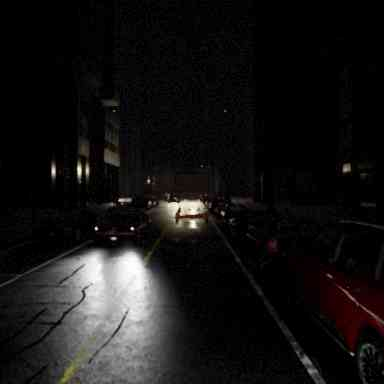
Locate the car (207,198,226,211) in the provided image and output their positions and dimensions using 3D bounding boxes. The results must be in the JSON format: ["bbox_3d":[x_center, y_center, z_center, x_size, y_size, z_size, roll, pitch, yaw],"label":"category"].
[{"bbox_3d":[2.757,1.415,38.300,1.802,1.307,4.206,0,0,0],"label":"car"}]

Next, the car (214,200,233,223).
[{"bbox_3d":[2.758,1.457,21.495,2.008,1.369,4.403,0,0,0],"label":"car"}]

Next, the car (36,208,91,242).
[{"bbox_3d":[-5.767,1.475,15.887,1.887,1.381,4.507,0,0,0],"label":"car"}]

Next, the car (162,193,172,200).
[{"bbox_3d":[-5.771,1.107,77.510,1.967,1.590,4.097,0,0,0],"label":"car"}]

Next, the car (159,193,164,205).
[{"bbox_3d":[-5.770,1.225,49.499,1.967,1.590,4.097,0,0,0],"label":"car"}]

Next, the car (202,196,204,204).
[{"bbox_3d":[2.757,1.375,43.901,1.947,1.339,4.313,0,0,0],"label":"car"}]

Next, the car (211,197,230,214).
[{"bbox_3d":[2.758,1.406,27.266,1.752,1.417,4.829,0,0,0],"label":"car"}]

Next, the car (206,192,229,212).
[{"bbox_3d":[2.756,1.172,32.697,2.192,1.841,5.009,0,0,0],"label":"car"}]

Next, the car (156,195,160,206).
[{"bbox_3d":[-5.769,1.375,43.897,1.947,1.339,4.313,0,0,0],"label":"car"}]

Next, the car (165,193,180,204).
[{"bbox_3d":[-3.065,1.260,56.188,1.837,1.490,4.892,0,0,0],"label":"car"}]

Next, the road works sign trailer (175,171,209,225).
[{"bbox_3d":[-0.002,0.362,23.290,2.380,3.560,2.880,0,0,0],"label":"road works sign trailer"}]

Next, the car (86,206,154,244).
[{"bbox_3d":[-3.103,1.533,15.433,1.895,1.301,4.718,0,0,0],"label":"car"}]

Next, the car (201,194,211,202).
[{"bbox_3d":[2.755,1.154,66.307,1.967,1.590,4.097,0,0,0],"label":"car"}]

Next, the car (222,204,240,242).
[{"bbox_3d":[2.759,1.496,15.893,1.947,1.339,4.313,0,0,0],"label":"car"}]

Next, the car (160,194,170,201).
[{"bbox_3d":[-5.771,1.216,71.738,1.752,1.417,4.829,0,0,0],"label":"car"}]

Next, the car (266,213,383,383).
[{"bbox_3d":[2.758,1.294,4.688,2.192,1.841,5.009,0,0,0],"label":"car"}]

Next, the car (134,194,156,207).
[{"bbox_3d":[-5.769,1.148,38.295,2.192,1.841,5.009,0,0,0],"label":"car"}]

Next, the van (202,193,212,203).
[{"bbox_3d":[2.755,1.079,60.706,1.690,1.788,3.998,0,0,0],"label":"van"}]

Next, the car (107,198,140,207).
[{"bbox_3d":[-5.768,1.433,27.091,2.008,1.369,4.403,0,0,0],"label":"car"}]

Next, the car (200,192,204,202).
[{"bbox_3d":[2.755,1.201,55.104,1.967,1.590,4.097,0,0,0],"label":"car"}]

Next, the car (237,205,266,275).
[{"bbox_3d":[2.758,1.395,10.291,1.967,1.590,4.097,0,0,0],"label":"car"}]

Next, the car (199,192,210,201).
[{"bbox_3d":[2.754,1.005,71.909,2.192,1.841,5.009,0,0,0],"label":"car"}]
